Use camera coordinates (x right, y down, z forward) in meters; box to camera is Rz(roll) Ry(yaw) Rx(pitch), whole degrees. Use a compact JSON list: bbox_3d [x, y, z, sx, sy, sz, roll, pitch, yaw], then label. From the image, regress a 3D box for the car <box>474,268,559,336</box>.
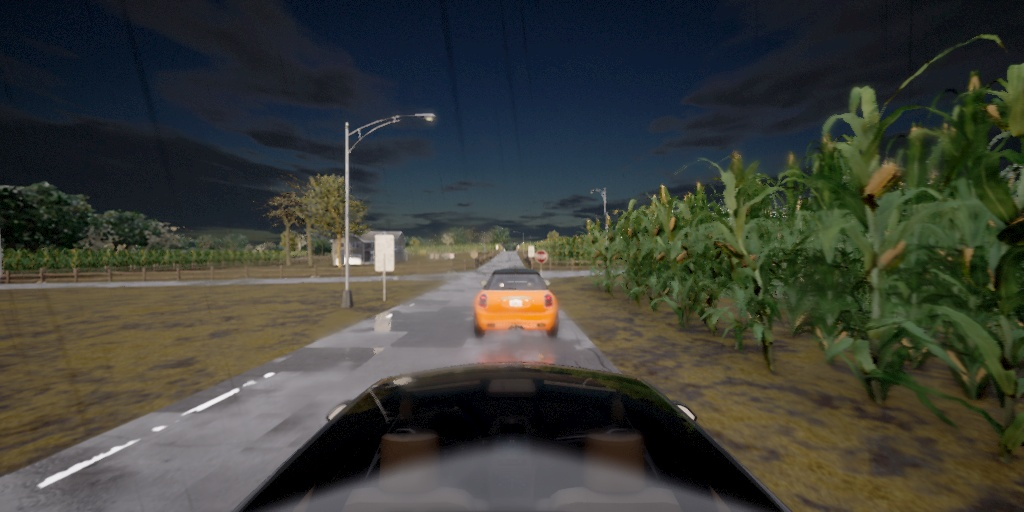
[{"bbox_3d":[0.104,1.130,10.640,2.097,1.767,4.553,0,0,0],"label":"car"}]
